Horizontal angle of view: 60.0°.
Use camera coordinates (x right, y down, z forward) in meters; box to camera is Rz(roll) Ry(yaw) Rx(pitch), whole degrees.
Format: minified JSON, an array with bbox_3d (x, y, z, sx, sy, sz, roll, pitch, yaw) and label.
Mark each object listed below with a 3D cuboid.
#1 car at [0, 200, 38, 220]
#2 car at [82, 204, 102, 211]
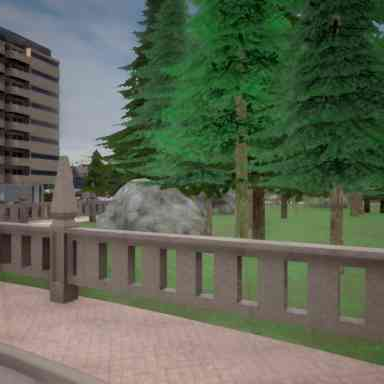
[{"bbox_3d":[-15.015,1.621,28.541,1.994,1.385,4.181,0,0,25],"label":"car"},{"bbox_3d":[-13.166,1.410,41.021,2.097,1.767,4.553,0,0,26],"label":"car"}]
